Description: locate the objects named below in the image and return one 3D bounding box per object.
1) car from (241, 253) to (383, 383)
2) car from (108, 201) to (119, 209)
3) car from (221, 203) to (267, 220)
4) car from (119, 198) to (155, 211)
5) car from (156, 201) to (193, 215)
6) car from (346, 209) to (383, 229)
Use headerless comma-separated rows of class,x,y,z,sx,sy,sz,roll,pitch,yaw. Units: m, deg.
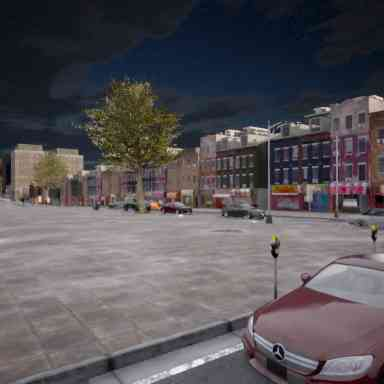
car,2.578,1.582,4.642,4.206,1.307,1.802,0,0,-35
car,-13.819,2.395,61.059,2.128,1.511,4.902,0,-1,-35
car,4.649,1.744,30.245,1.837,1.490,4.892,0,-1,-36
car,-8.016,1.829,47.992,2.150,2.045,5.566,0,-1,-35
car,-1.872,1.888,39.354,1.882,1.535,5.008,0,-1,-35
car,11.979,1.688,20.020,1.895,1.301,4.718,0,-1,-36
